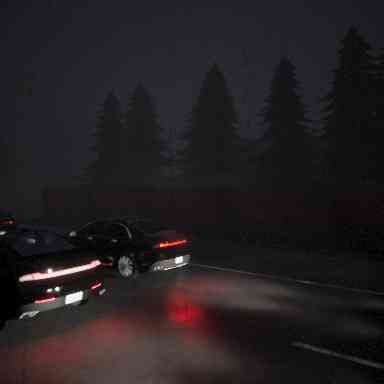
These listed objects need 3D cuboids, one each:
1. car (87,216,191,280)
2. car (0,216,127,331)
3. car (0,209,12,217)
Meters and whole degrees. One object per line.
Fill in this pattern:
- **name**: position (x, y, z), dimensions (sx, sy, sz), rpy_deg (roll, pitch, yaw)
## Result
- **car**: position (-2.298, 1.501, 9.962), dimensions (4.892, 1.490, 1.837), rpy_deg (0, 0, 36)
- **car**: position (-3.866, 1.488, 6.777), dimensions (4.902, 1.511, 2.128), rpy_deg (0, 0, 36)
- **car**: position (-9.937, 1.497, 15.451), dimensions (4.892, 1.490, 1.837), rpy_deg (0, 0, 36)
